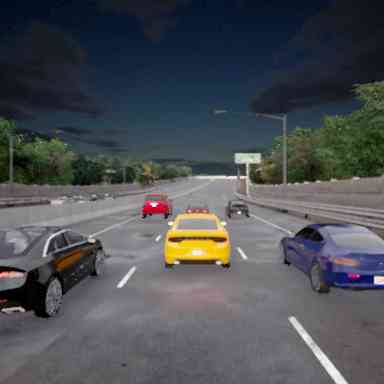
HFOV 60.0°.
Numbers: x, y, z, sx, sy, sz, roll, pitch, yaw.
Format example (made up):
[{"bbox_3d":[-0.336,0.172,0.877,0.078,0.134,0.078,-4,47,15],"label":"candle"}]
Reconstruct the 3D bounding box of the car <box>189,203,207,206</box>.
[{"bbox_3d":[0.497,1.577,29.011,1.895,1.301,4.718,0,0,1],"label":"car"}]

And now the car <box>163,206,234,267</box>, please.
[{"bbox_3d":[0.177,1.469,11.396,1.882,1.535,5.008,0,0,1],"label":"car"}]

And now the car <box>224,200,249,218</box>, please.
[{"bbox_3d":[4.039,1.482,30.477,1.837,1.490,4.892,0,0,1],"label":"car"}]

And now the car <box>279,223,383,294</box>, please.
[{"bbox_3d":[3.651,1.520,8.653,1.812,1.442,4.674,0,0,0],"label":"car"}]

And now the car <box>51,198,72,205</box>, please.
[{"bbox_3d":[-19.895,1.535,51.358,1.895,1.301,4.718,0,0,3],"label":"car"}]

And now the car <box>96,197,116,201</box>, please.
[{"bbox_3d":[-12.870,1.465,51.779,1.812,1.442,4.674,0,0,3],"label":"car"}]

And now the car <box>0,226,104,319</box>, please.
[{"bbox_3d":[-3.359,1.484,7.343,2.128,1.511,4.902,0,0,0],"label":"car"}]

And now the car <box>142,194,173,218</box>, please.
[{"bbox_3d":[-2.992,1.195,29.469,2.150,2.045,5.566,0,0,1],"label":"car"}]

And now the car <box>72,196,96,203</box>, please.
[{"bbox_3d":[-16.356,1.427,52.136,2.128,1.511,4.902,0,0,3],"label":"car"}]
